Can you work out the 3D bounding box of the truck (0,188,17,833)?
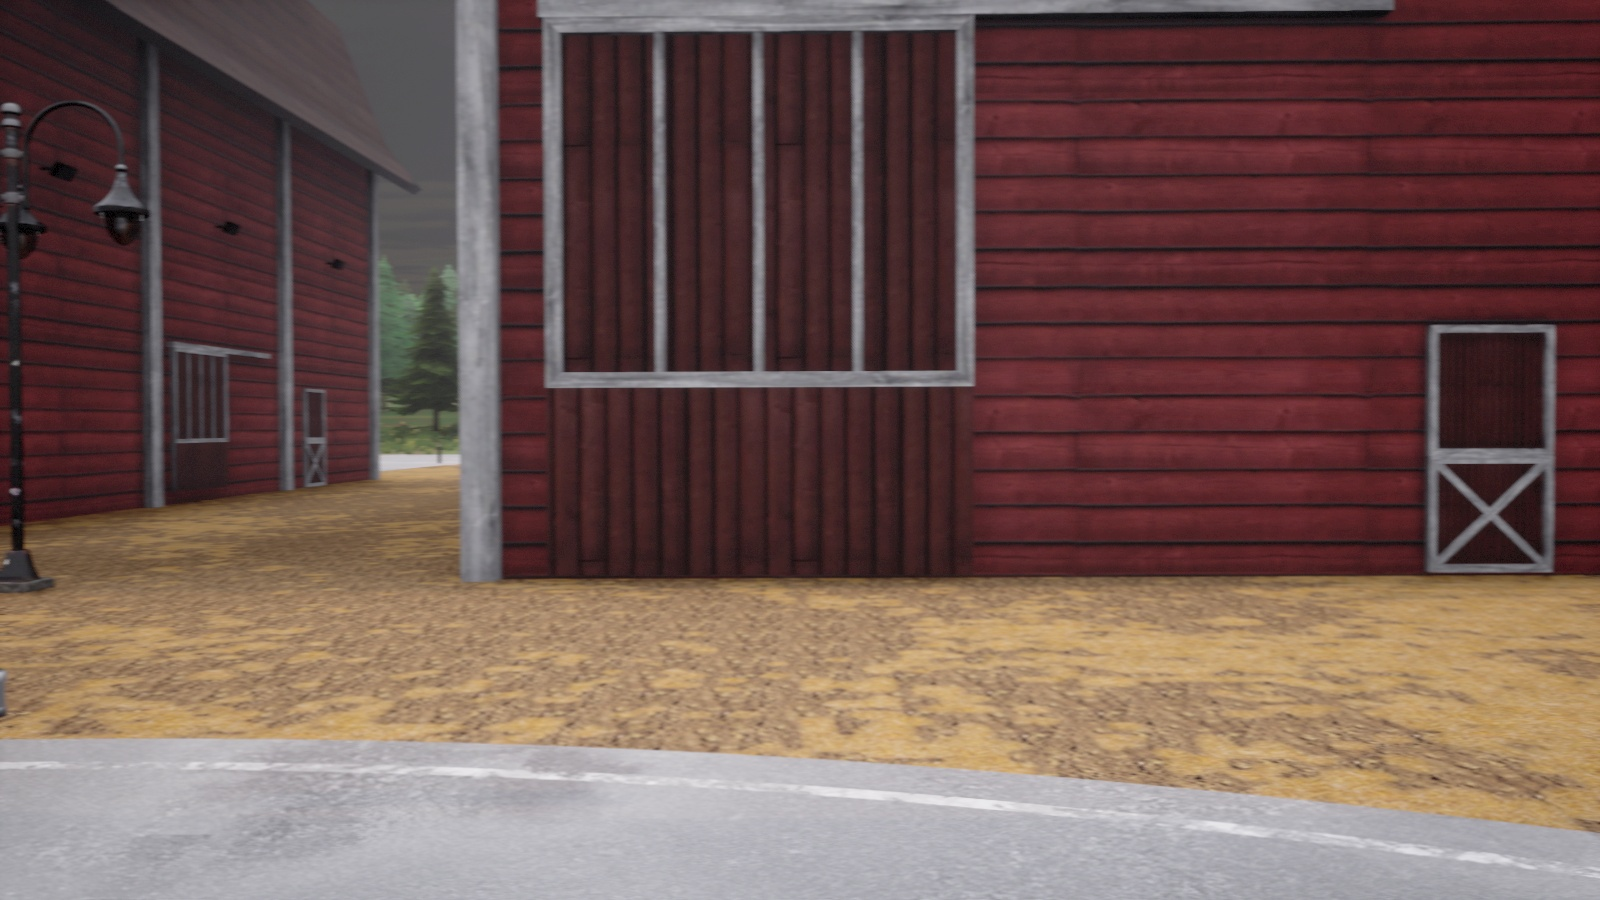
[{"bbox_3d":[-5.786,0.239,3.874,5.204,2.467,2.627,0,1,6],"label":"truck"}]
